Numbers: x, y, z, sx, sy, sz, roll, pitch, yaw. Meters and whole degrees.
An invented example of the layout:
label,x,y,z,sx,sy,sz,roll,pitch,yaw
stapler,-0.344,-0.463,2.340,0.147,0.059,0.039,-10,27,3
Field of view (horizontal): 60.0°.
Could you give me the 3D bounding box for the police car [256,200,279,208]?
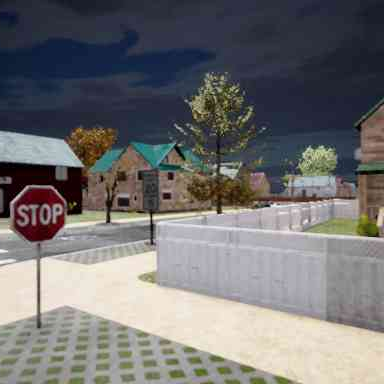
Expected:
label,x,y,z,sx,sy,sz,roll,pitch,yaw
police car,8.502,1.734,38.665,2.038,1.542,4.974,-1,-1,34
